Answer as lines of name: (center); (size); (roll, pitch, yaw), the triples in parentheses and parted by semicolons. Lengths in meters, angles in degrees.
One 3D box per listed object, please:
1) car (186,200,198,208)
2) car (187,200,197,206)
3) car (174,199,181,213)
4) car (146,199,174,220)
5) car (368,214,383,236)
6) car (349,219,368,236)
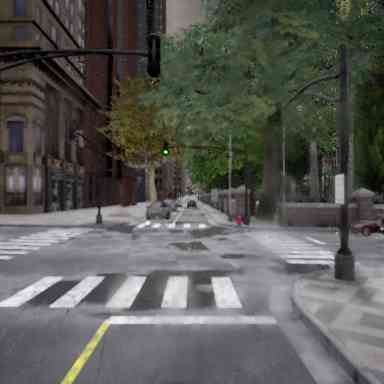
car: (-0.008, 2.268, 62.214); (1.837, 1.490, 4.892); (0, -1, 0)
car: (-0.009, 2.350, 72.249); (1.994, 1.385, 4.181); (0, -1, 0)
car: (-3.086, 2.028, 45.454); (2.128, 1.511, 4.902); (0, -1, 0)
car: (-3.096, 1.714, 31.633); (2.097, 1.767, 4.553); (0, -1, 0)
car: (13.082, 1.667, 18.066); (5.566, 2.045, 2.150); (1, -1, 0)
car: (11.898, 2.052, 20.738); (4.206, 1.307, 1.802); (1, -2, 0)
